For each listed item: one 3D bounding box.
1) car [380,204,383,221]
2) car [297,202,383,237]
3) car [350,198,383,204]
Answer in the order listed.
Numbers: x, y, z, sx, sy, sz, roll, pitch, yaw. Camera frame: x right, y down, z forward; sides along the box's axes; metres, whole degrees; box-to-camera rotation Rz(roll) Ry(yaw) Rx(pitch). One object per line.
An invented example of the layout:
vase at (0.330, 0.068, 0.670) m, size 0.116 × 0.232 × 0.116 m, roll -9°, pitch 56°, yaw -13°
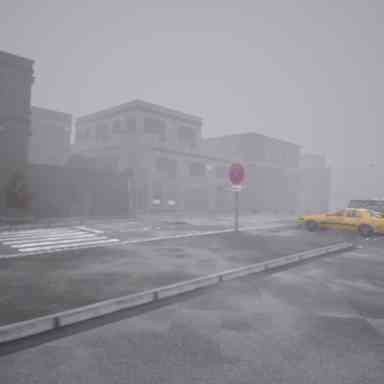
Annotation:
car at (19.503, 1.932, 28.959) m, size 2.097 × 1.535 × 5.008 m, roll 3°, pitch -1°, yaw -44°
car at (8.595, 1.539, 18.579) m, size 1.946 × 1.575 × 5.366 m, roll 2°, pitch 0°, yaw -44°
car at (10.839, 1.477, 20.458) m, size 2.185 × 1.767 × 4.553 m, roll 2°, pitch 0°, yaw -44°
